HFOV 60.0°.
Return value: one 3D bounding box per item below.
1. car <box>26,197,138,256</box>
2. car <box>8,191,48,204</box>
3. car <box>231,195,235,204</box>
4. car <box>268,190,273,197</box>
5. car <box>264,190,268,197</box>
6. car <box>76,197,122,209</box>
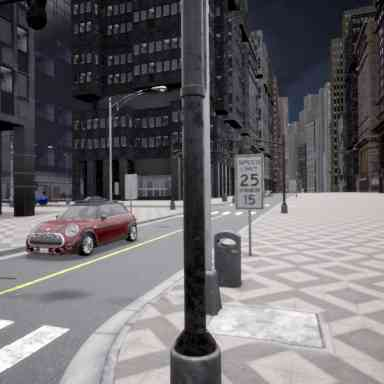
[{"bbox_3d":[-3.918,1.208,12.530,2.097,1.767,4.553,-1,1,19],"label":"car"},{"bbox_3d":[-22.150,0.933,44.972,5.566,2.045,2.150,-2,-1,19],"label":"car"},{"bbox_3d":[6.451,0.804,43.346,1.837,1.490,4.892,0,1,22],"label":"car"},{"bbox_3d":[16.149,0.383,71.244,2.128,1.511,4.902,-1,1,19],"label":"car"},{"bbox_3d":[11.297,0.632,57.220,1.994,1.385,4.181,-1,1,19],"label":"car"},{"bbox_3d":[-10.544,1.186,37.621,4.718,1.301,1.895,-1,0,19],"label":"car"}]
